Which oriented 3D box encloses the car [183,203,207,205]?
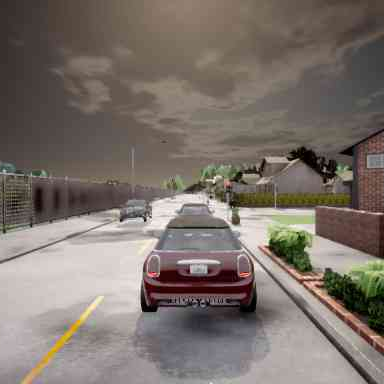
[{"bbox_3d":[0.149,1.352,17.550,2.097,1.767,4.553,0,0,0],"label":"car"}]

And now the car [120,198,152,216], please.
[{"bbox_3d":[-3.933,1.218,23.980,1.837,1.490,4.892,0,0,0],"label":"car"}]

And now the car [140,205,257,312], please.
[{"bbox_3d":[0.119,1.352,7.853,2.097,1.767,4.553,0,0,0],"label":"car"}]
